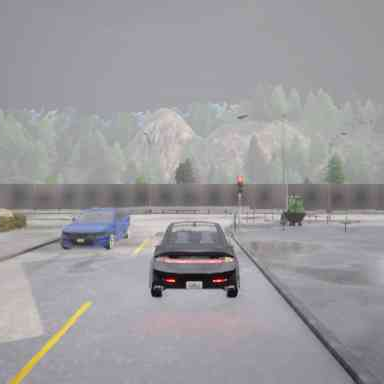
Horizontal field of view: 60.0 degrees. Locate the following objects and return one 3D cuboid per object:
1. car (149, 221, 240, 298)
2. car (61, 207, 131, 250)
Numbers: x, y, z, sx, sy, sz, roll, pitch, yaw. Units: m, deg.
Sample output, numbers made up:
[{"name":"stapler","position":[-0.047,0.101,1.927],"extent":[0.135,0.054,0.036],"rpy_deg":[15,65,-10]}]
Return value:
[{"name":"car","position":[0.063,1.491,8.512],"extent":[2.128,1.511,4.902],"rpy_deg":[0,0,1]},{"name":"car","position":[-3.955,1.477,14.465],"extent":[1.882,1.535,5.008],"rpy_deg":[0,0,1]}]
